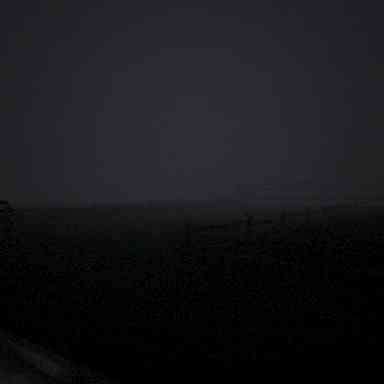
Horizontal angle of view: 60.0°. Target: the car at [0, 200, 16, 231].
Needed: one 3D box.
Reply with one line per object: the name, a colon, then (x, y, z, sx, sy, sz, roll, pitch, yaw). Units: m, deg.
car: (-12.406, 1.426, 19.379, 1.905, 1.878, 3.866, -1, 0, 35)
